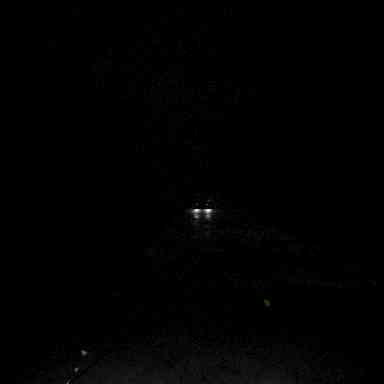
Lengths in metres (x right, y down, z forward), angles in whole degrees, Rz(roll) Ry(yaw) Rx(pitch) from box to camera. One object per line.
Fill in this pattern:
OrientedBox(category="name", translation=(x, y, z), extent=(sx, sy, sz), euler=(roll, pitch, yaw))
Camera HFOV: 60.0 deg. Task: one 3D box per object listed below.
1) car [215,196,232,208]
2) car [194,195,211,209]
OrientedBox(category="car", translation=(4.713, 1.562, 47.937), extent=(2.033, 1.411, 5.357), euler=(0, 0, 3))
OrientedBox(category="car", translation=(1.393, 1.504, 44.786), extent=(1.837, 1.490, 4.892), euler=(0, 0, 3))
